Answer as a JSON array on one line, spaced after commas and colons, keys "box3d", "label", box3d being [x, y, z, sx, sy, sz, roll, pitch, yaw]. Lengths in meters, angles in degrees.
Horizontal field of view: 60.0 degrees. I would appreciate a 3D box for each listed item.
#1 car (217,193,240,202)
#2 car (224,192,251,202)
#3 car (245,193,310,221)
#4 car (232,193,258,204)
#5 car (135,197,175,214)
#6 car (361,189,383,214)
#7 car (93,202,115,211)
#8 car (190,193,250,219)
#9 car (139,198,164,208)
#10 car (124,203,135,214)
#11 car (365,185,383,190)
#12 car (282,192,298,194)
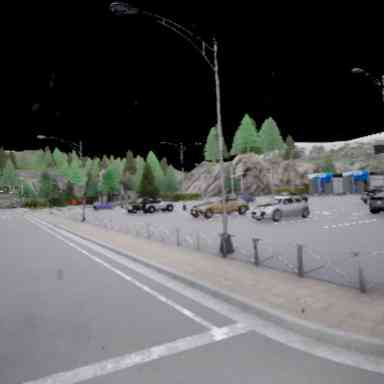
[{"box3d": [7.615, 1.144, 69.746, 4.514, 1.523, 2.007, -3, 0, -30], "label": "car"}, {"box3d": [9.217, 1.045, 67.050, 5.027, 1.636, 2.152, -3, 0, -30], "label": "car"}, {"box3d": [5.767, 1.058, 21.778, 3.806, 1.475, 1.970, -3, 0, -30], "label": "car"}, {"box3d": [8.444, 1.053, 52.957, 3.633, 1.501, 1.845, -3, 0, -30], "label": "car"}, {"box3d": [-4.054, 1.452, 38.289, 3.866, 1.878, 1.905, -3, 0, -30], "label": "car"}, {"box3d": [13.697, 0.702, 22.103, 4.514, 1.523, 2.007, -3, 0, -30], "label": "car"}, {"box3d": [-14.939, 2.358, 56.800, 3.633, 1.501, 1.845, -3, 0, -30], "label": "car"}, {"box3d": [2.299, 1.172, 27.186, 5.027, 1.636, 2.152, -3, 0, -30], "label": "car"}, {"box3d": [-7.029, 1.949, 57.901, 3.806, 1.475, 1.970, -3, 0, -30], "label": "car"}, {"box3d": [-5.852, 1.572, 40.606, 4.605, 1.855, 1.932, -3, 0, -30], "label": "car"}, {"box3d": [18.917, 0.241, 33.101, 4.605, 1.855, 1.932, -3, 0, -30], "label": "car"}, {"box3d": [13.364, 0.755, 44.264, 4.514, 1.523, 2.007, -3, 0, -30], "label": "car"}]
